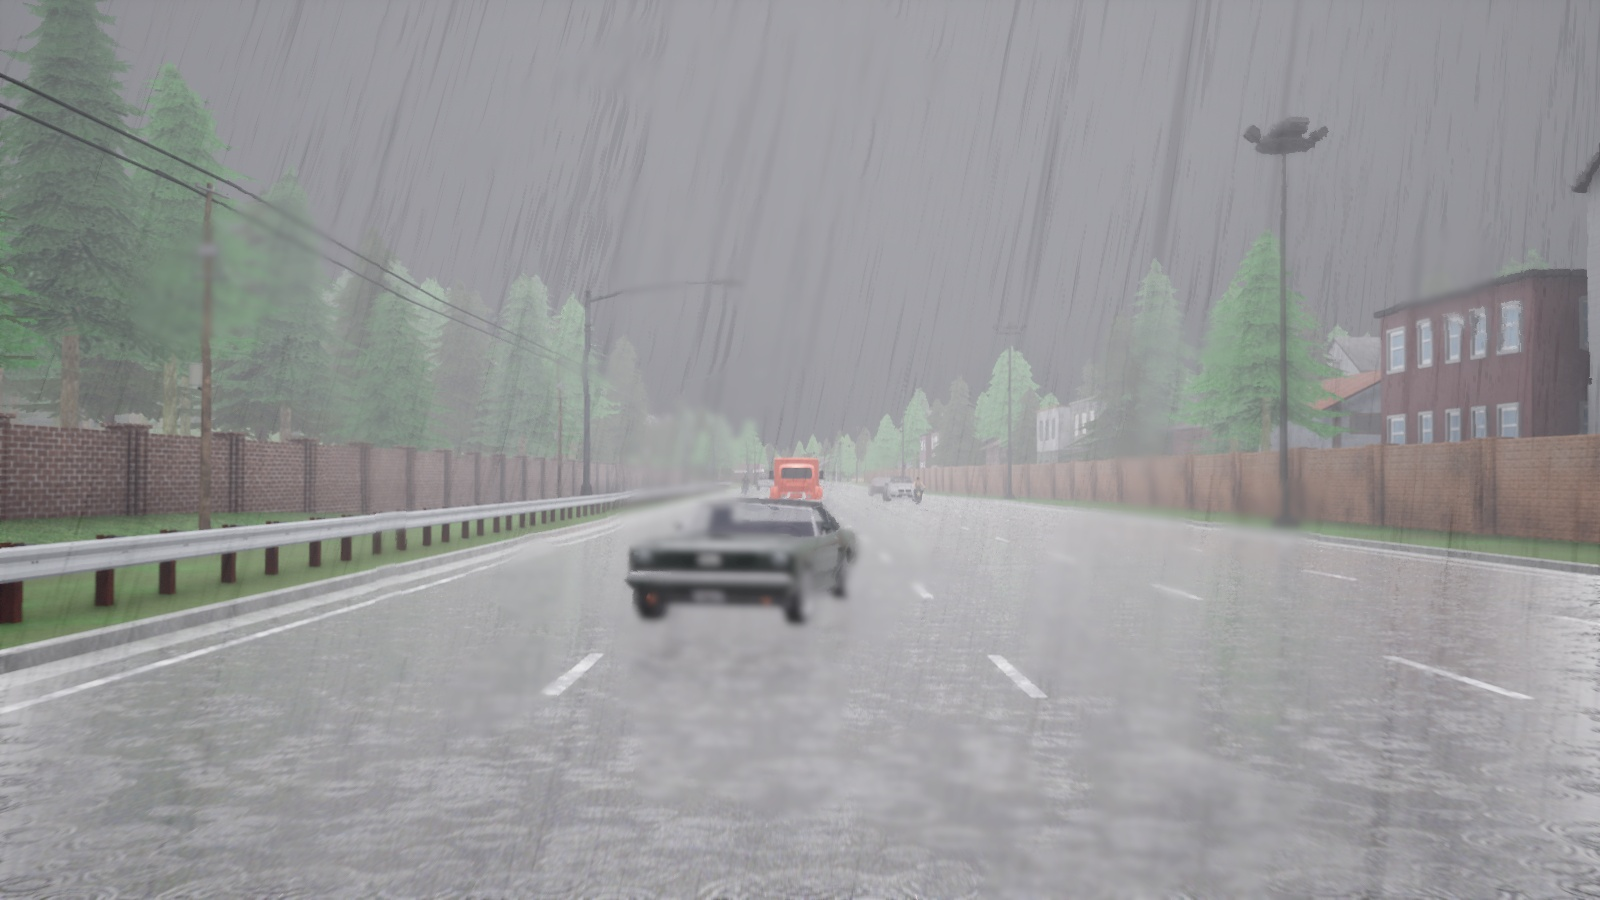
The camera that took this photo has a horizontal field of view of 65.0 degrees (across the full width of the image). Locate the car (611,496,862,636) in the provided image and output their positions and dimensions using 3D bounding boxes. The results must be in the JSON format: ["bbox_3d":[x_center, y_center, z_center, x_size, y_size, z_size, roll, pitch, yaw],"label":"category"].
[{"bbox_3d":[-0.537,1.241,14.902,1.895,1.301,4.718,0,-1,11],"label":"car"}]

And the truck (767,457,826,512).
[{"bbox_3d":[-0.155,1.590,59.157,2.627,2.467,5.204,0,-1,0],"label":"truck"}]

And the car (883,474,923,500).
[{"bbox_3d":[6.785,2.407,83.422,2.242,1.667,4.611,0,-1,0],"label":"car"}]
